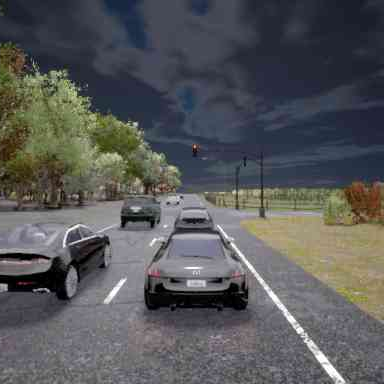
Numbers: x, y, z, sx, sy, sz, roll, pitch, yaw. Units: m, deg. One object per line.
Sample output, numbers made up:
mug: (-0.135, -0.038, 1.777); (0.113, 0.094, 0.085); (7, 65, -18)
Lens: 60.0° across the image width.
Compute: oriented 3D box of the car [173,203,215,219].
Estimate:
car: (0.099, 1.510, 16.733); (1.837, 1.490, 4.892); (0, 0, 0)

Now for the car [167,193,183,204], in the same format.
car: (-3.403, 1.229, 62.190); (2.150, 2.045, 5.566); (0, 0, 0)

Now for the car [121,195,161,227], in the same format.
car: (-3.400, 1.227, 22.800); (2.150, 2.045, 5.566); (0, 0, 0)

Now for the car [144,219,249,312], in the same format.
car: (0.094, 1.566, 7.820); (1.994, 1.385, 4.181); (0, 0, 0)

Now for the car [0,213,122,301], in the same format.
car: (-3.399, 1.491, 8.306); (2.128, 1.511, 4.902); (0, 0, 0)
